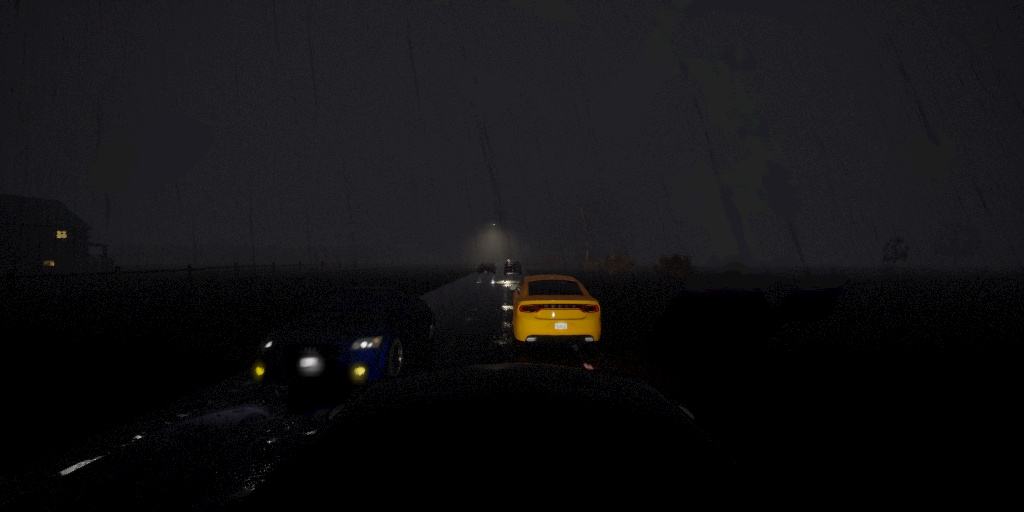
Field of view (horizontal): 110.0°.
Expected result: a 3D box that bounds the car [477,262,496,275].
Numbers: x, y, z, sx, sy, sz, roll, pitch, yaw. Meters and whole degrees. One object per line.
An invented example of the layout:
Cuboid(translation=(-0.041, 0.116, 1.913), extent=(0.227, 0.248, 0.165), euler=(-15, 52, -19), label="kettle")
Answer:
Cuboid(translation=(-2.736, 1.345, 39.379), extent=(1.895, 1.301, 4.718), euler=(0, 0, 0), label="car")

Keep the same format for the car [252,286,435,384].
Cuboid(translation=(-2.848, 1.313, 7.036), extent=(1.994, 1.385, 4.181), euler=(0, 0, 0), label="car")

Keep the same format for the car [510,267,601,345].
Cuboid(translation=(0.966, 1.227, 9.533), extent=(1.882, 1.535, 5.008), euler=(0, 0, 0), label="car")

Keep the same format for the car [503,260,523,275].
Cuboid(translation=(0.098, 1.236, 39.195), extent=(2.128, 1.511, 4.902), euler=(0, 0, 0), label="car")
